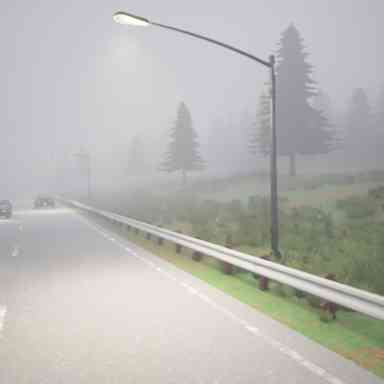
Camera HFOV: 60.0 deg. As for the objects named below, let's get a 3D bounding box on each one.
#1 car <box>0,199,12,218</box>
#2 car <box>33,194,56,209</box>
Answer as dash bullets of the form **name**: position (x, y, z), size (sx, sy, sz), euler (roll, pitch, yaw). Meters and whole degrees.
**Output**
- **car**: position (-14.937, 1.235, 25.553), size (2.033, 1.411, 5.357), euler (-2, 2, -26)
- **car**: position (-15.754, 0.986, 35.446), size (1.812, 1.442, 4.674), euler (-2, 2, -26)
